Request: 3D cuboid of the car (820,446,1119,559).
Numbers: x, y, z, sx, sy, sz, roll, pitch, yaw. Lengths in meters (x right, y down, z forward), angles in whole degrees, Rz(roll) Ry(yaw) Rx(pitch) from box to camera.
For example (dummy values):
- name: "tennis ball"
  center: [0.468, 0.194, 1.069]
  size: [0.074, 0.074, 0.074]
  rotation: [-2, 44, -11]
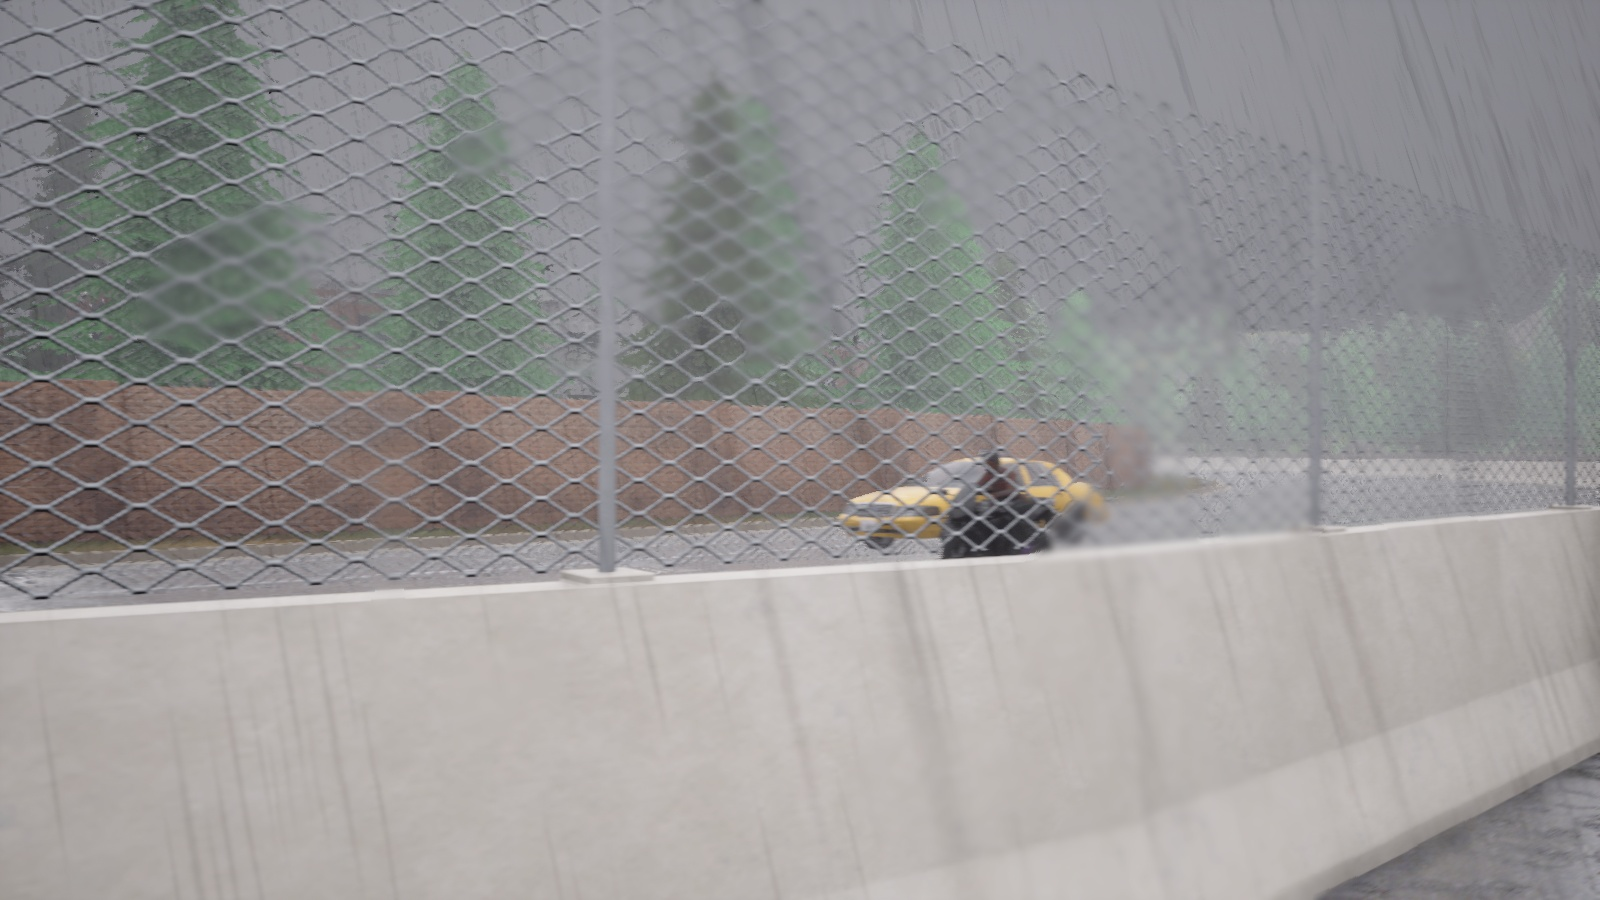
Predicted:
- name: "car"
  center: [2.844, 0.736, 19.976]
  size: [5.366, 1.575, 1.801]
  rotation: [0, 0, -45]

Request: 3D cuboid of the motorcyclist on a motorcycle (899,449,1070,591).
- name: "motorcyclist on a motorcycle"
  center: [2.145, 0.765, 14.453]
  size: [2.044, 1.523, 0.797]
  rotation: [0, -1, -42]
